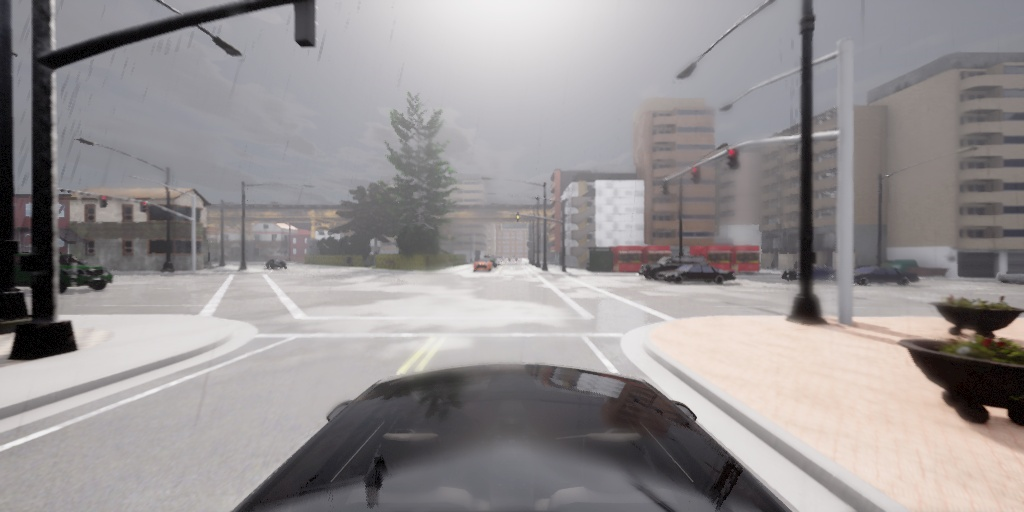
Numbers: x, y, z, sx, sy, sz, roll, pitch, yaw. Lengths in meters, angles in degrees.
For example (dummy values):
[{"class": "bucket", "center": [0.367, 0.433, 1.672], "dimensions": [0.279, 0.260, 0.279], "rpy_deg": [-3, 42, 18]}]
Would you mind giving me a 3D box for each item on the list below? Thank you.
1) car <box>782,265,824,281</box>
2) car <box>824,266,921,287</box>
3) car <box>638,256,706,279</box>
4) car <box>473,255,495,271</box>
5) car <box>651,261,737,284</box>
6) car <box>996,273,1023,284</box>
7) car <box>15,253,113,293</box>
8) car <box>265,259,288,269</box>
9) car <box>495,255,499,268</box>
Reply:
[{"class": "car", "center": [25.334, 1.481, 30.249], "dimensions": [4.181, 1.385, 1.994], "rpy_deg": [1, 0, 0]}, {"class": "car", "center": [27.051, 1.501, 26.765], "dimensions": [5.357, 1.411, 2.033], "rpy_deg": [1, 0, 0]}, {"class": "car", "center": [13.591, 0.992, 30.159], "dimensions": [5.566, 2.045, 2.150], "rpy_deg": [1, 0, 0]}, {"class": "car", "center": [-3.583, 0.963, 44.457], "dimensions": [2.097, 1.767, 4.553], "rpy_deg": [0, 0, 0]}, {"class": "car", "center": [13.610, 1.332, 26.658], "dimensions": [5.357, 1.411, 2.033], "rpy_deg": [1, 0, 0]}, {"class": "car", "center": [44.372, 1.799, 30.336], "dimensions": [4.718, 1.301, 1.895], "rpy_deg": [1, 0, 0]}, {"class": "car", "center": [-24.949, 0.860, 19.157], "dimensions": [5.566, 2.045, 2.150], "rpy_deg": [0, 0, 0]}, {"class": "car", "center": [-33.590, 1.114, 51.080], "dimensions": [4.674, 1.442, 1.812], "rpy_deg": [0, 0, 44]}, {"class": "car", "center": [-3.532, 0.796, 55.341], "dimensions": [2.150, 2.045, 5.566], "rpy_deg": [0, 0, 1]}]
